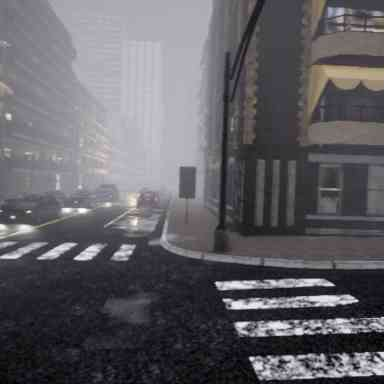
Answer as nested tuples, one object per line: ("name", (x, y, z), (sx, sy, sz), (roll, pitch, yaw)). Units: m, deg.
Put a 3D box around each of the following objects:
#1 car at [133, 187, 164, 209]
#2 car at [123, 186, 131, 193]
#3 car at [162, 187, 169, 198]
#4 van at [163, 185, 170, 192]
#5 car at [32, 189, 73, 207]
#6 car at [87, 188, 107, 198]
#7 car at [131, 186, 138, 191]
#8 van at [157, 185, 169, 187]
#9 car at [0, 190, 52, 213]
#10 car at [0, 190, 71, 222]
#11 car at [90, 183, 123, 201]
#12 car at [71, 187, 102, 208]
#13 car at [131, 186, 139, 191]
("car", (-3.825, 0.628, 29.864), (1.967, 1.590, 4.097), (1, 1, -3))
("car", (-14.217, -0.460, 68.058), (1.802, 1.307, 4.206), (1, 1, -3))
("car", (-4.695, 0.325, 46.422), (2.008, 1.369, 4.403), (1, 1, -3))
("van", (-7.004, -0.969, 90.566), (1.690, 1.788, 3.998), (1, 1, -3))
("car", (-12.192, 0.483, 29.427), (1.947, 1.339, 4.313), (1, 1, -3))
("car", (-13.061, 0.085, 45.984), (1.802, 1.307, 4.206), (1, 1, -3))
("car", (-15.084, -0.896, 84.613), (2.008, 1.369, 4.403), (1, 1, -3))
("van", (-5.268, -0.159, 57.454), (1.690, 1.788, 3.998), (1, 1, -3))
("car", (-11.902, 0.606, 23.909), (2.008, 1.369, 4.403), (1, 1, -3))
("car", (-9.056, 0.807, 19.246), (2.033, 1.411, 5.357), (2, 1, -3))
("car", (-10.086, -0.029, 39.661), (2.150, 2.045, 5.566), (2, 1, -3))
("car", (-9.572, 0.576, 29.114), (1.994, 1.385, 4.181), (2, 1, -3))
("car", (-15.374, -0.999, 90.133), (1.802, 1.307, 4.206), (1, 1, -3))
